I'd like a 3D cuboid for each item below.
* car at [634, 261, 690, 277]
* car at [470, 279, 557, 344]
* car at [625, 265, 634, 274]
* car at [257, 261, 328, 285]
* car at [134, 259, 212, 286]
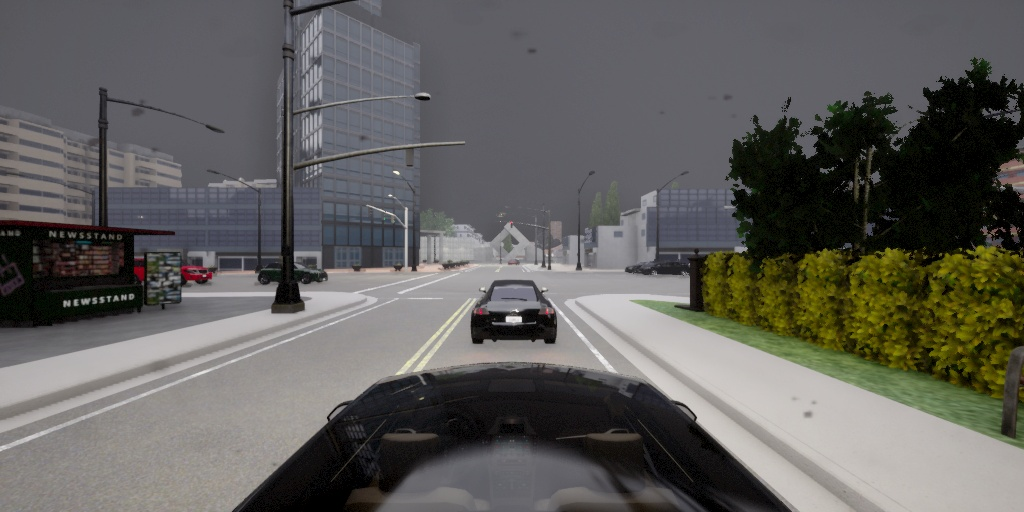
[{"bbox_3d":[14.800,1.239,34.716,4.892,1.490,1.837,0,0,-2],"label":"car"},{"bbox_3d":[0.044,1.314,9.610,1.994,1.385,4.181,0,0,0],"label":"car"},{"bbox_3d":[14.280,1.297,38.276,4.181,1.385,1.994,0,0,0],"label":"car"},{"bbox_3d":[-16.499,1.210,27.193,4.553,1.767,2.097,-1,0,-1],"label":"car"},{"bbox_3d":[-26.016,1.190,27.075,5.566,2.045,2.150,-1,0,-1],"label":"car"}]
